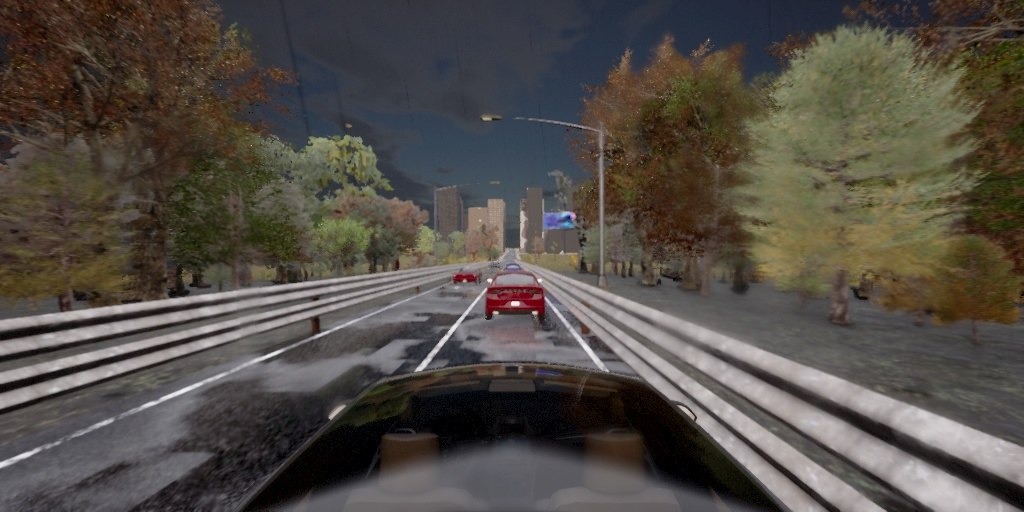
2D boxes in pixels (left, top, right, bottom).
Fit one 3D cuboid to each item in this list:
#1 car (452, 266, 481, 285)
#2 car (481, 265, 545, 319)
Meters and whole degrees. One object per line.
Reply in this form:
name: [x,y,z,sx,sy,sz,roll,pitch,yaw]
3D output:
car: [-3.346,1.477,27.494,1.895,1.301,4.718,0,0,0]
car: [0.100,1.255,12.966,1.882,1.535,5.008,0,0,0]
